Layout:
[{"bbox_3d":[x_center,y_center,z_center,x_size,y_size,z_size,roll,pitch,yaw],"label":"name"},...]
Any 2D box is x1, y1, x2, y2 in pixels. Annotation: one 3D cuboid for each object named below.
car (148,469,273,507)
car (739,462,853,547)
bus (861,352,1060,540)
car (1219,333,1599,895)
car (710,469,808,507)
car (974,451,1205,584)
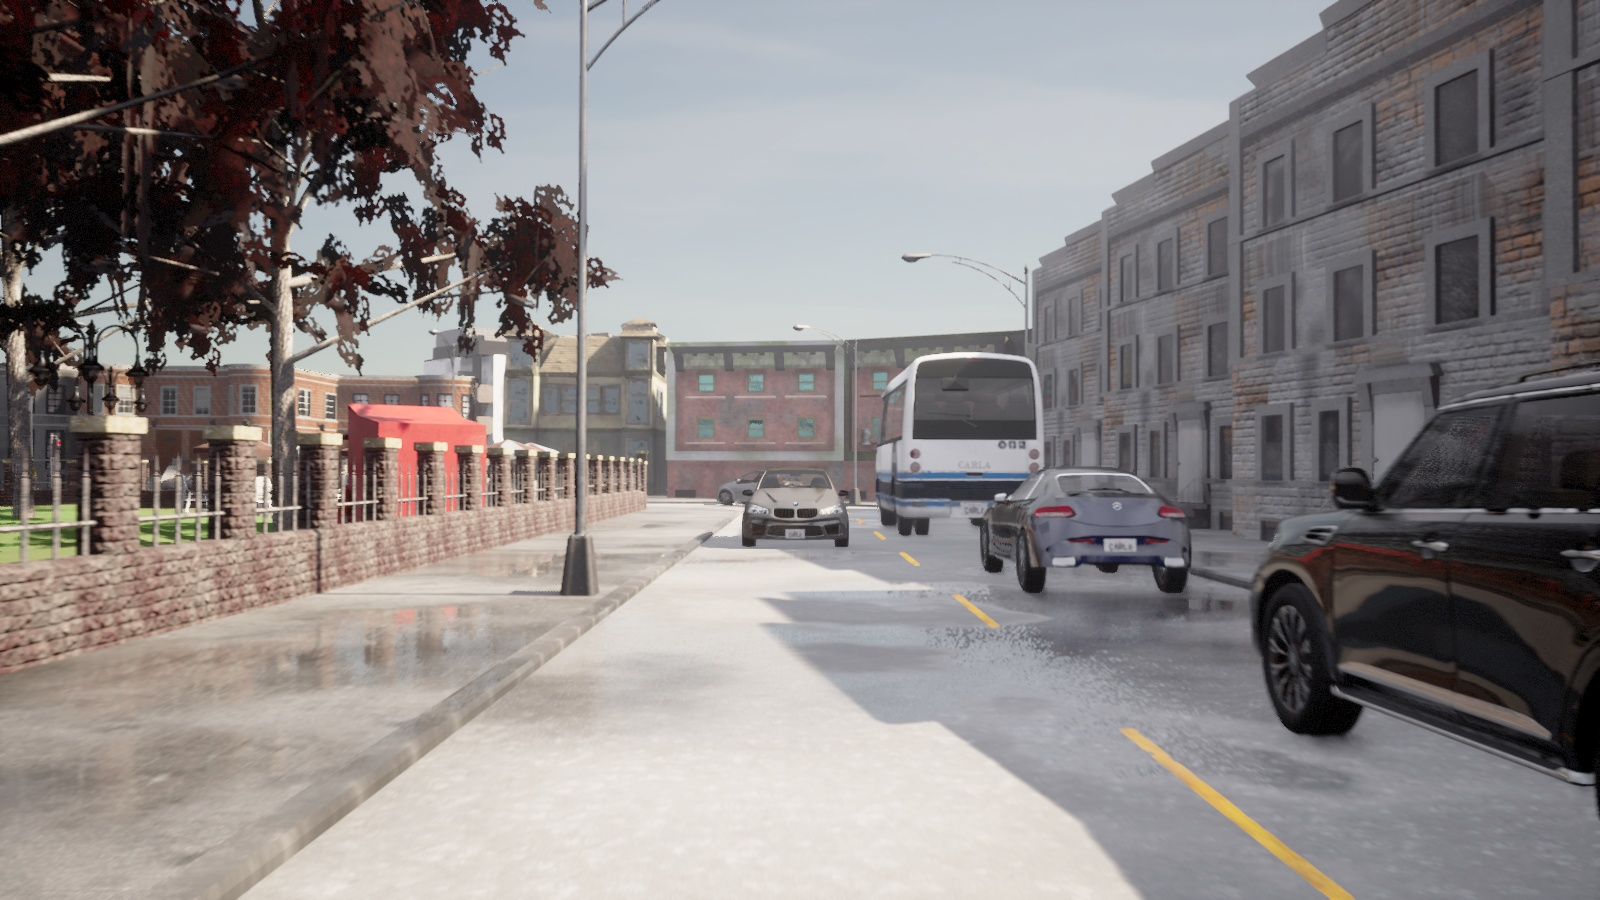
[{"bbox_3d":[-26.786,1.723,57.170,4.611,1.667,2.242,0,-1,0],"label":"car"},{"bbox_3d":[-0.091,1.113,27.104,2.242,1.667,4.611,0,-1,0],"label":"car"},{"bbox_3d":[3.882,-0.015,33.611,3.944,4.253,10.273,0,-1,0],"label":"bus"},{"bbox_3d":[3.981,0.616,5.871,2.150,2.045,5.566,0,-1,0],"label":"car"},{"bbox_3d":[-1.836,1.655,55.763,3.988,1.617,1.851,-1,-1,34],"label":"car"},{"bbox_3d":[3.940,0.881,18.106,2.152,1.651,5.027,0,-1,0],"label":"car"}]
